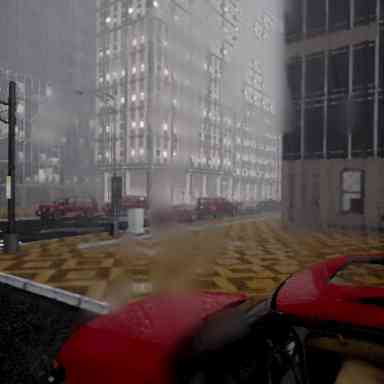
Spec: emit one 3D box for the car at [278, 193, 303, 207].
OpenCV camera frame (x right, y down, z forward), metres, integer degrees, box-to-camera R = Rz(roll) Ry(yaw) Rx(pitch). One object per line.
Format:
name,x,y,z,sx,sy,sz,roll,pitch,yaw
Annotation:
car,16.177,1.287,54.527,2.150,2.045,5.566,1,1,35

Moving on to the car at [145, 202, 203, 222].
car,-1.293,1.648,25.285,1.802,1.307,4.206,1,1,35

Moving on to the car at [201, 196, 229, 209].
car,3.185,1.401,45.530,1.967,1.590,4.097,1,1,35

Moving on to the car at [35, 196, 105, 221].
car,-10.010,1.245,27.059,2.192,1.841,5.009,1,1,35

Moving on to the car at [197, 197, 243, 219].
car,2.207,1.389,30.206,2.192,1.841,5.009,1,1,35

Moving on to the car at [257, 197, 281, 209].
car,10.753,1.618,46.800,1.994,1.385,4.181,1,1,35

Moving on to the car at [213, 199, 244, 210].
car,4.787,1.601,43.388,1.895,1.301,4.718,1,1,36

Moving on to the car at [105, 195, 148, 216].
car,-6.344,1.253,32.221,2.192,1.841,5.009,1,1,35

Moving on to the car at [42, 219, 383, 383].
car,1.214,1.315,1.836,5.009,1.841,2.192,0,1,36
